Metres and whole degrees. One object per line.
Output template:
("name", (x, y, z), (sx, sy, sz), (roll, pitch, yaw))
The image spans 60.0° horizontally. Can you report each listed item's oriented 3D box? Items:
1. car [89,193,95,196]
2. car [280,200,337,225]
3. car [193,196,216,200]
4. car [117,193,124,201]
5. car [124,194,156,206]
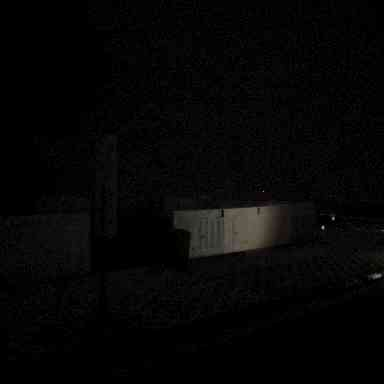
("car", (-17.432, 0.782, 61.265), (2.033, 1.411, 5.357), (1, 0, -36))
("car", (7.137, 1.317, 22.151), (2.128, 1.511, 4.902), (1, 0, -36))
("car", (1.284, 1.173, 30.267), (1.882, 1.535, 5.008), (1, 0, -36))
("car", (-11.698, 0.894, 53.312), (1.812, 1.442, 4.674), (1, 0, -36))
("car", (-5.974, 1.009, 40.363), (1.882, 1.535, 5.008), (1, 0, -36))
